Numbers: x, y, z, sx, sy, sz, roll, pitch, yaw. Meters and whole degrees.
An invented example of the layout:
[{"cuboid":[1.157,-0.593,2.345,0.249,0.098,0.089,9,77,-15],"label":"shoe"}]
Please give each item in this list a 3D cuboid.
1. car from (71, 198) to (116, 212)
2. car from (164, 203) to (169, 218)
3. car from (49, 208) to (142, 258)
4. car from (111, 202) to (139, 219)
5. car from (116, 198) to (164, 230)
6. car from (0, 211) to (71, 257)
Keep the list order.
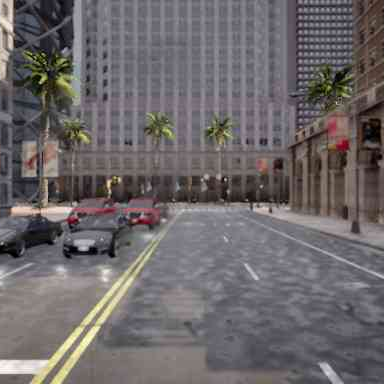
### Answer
[{"cuboid":[-7.000,1.460,24.018,2.150,2.045,5.566,0,-1,1],"label":"car"},{"cuboid":[-3.370,1.829,34.028,2.128,1.511,4.902,0,-1,1],"label":"car"},{"cuboid":[-3.597,1.626,13.473,2.128,1.511,4.902,0,-1,0],"label":"car"},{"cuboid":[-6.866,1.847,34.476,1.837,1.490,4.892,0,-1,1],"label":"car"},{"cuboid":[-3.511,1.456,23.621,2.150,2.045,5.566,0,-1,1],"label":"car"},{"cuboid":[-7.103,1.685,13.764,2.033,1.411,5.357,0,-1,0],"label":"car"}]
